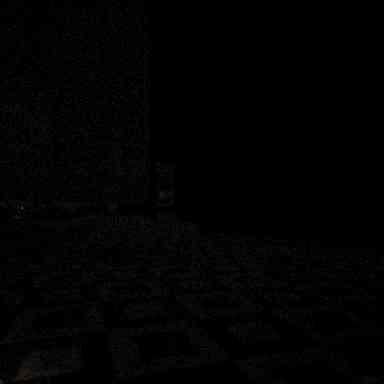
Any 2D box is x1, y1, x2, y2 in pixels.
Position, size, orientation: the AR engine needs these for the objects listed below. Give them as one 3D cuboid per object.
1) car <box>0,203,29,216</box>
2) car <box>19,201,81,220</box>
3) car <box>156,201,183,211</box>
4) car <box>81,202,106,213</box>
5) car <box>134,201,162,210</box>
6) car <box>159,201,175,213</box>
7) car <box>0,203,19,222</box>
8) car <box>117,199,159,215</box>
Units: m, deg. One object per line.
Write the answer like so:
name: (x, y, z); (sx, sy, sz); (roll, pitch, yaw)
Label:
car: (-20.259, 1.866, 35.890); (2.008, 1.369, 4.403); (-1, -1, 36)
car: (-13.228, 1.842, 31.069); (1.752, 1.417, 4.829); (-1, -2, 36)
car: (-3.664, 2.244, 54.422); (1.812, 1.442, 4.674); (0, -1, 36)
car: (-13.700, 2.040, 45.076); (1.887, 1.381, 4.507); (-1, -2, 36)
car: (-7.142, 2.233, 54.261); (2.008, 1.369, 4.403); (-1, -2, 36)
car: (-3.488, 2.132, 44.709); (1.887, 1.381, 4.507); (-1, -2, 36)
car: (-16.606, 1.793, 26.337); (1.947, 1.339, 4.313); (-1, -2, 36)
car: (-6.768, 1.809, 40.122); (2.192, 1.841, 5.009); (-1, -2, 36)
